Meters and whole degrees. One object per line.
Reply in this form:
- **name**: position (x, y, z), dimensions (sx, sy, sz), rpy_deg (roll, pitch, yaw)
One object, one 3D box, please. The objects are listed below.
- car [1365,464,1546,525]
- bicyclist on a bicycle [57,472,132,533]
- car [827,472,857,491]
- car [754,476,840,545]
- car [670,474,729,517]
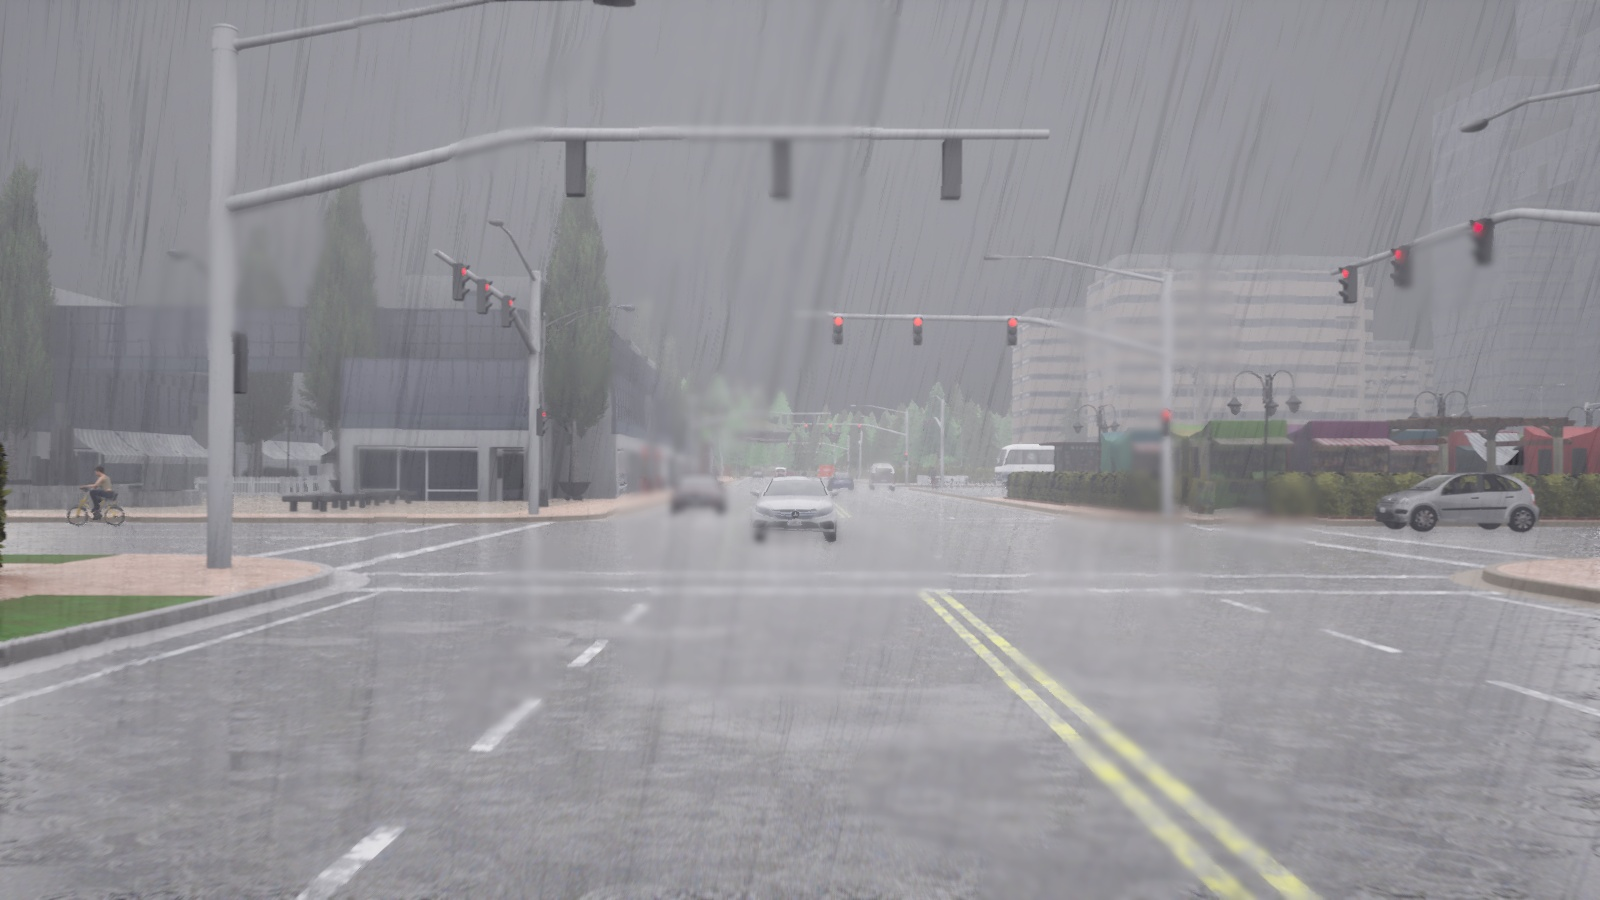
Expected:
- **car**: position (18.005, 1.220, 34.611), dimensions (3.988, 1.617, 1.851), rpy_deg (0, -1, -2)
- **bicyclist on a bicycle**: position (-18.855, 1.389, 33.600), dimensions (1.509, 1.612, 0.866), rpy_deg (0, -1, -3)
- **car**: position (3.241, 2.442, 97.985), dimensions (2.163, 1.488, 4.792), rpy_deg (0, -1, -1)
- **car**: position (-0.070, 1.322, 28.757), dimensions (1.812, 1.442, 4.674), rpy_deg (0, -1, 0)
- **car**: position (-3.612, 1.622, 45.820), dimensions (1.812, 1.442, 4.674), rpy_deg (0, -1, 0)
